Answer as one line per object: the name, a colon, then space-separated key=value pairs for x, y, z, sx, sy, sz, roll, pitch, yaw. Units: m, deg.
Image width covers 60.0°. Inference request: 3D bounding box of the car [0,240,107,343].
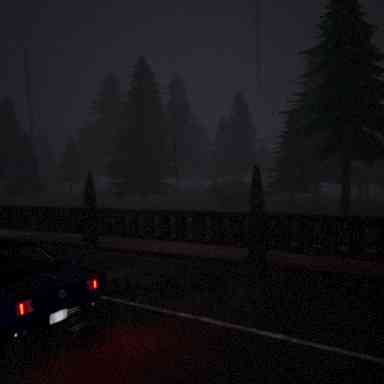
car: x=-3.927 y=1.568 z=6.044 sx=4.718 sy=1.301 sz=1.895 roll=0 pitch=1 yaw=29
